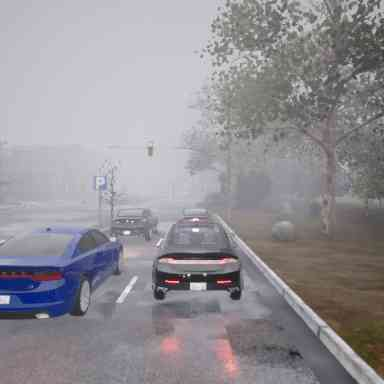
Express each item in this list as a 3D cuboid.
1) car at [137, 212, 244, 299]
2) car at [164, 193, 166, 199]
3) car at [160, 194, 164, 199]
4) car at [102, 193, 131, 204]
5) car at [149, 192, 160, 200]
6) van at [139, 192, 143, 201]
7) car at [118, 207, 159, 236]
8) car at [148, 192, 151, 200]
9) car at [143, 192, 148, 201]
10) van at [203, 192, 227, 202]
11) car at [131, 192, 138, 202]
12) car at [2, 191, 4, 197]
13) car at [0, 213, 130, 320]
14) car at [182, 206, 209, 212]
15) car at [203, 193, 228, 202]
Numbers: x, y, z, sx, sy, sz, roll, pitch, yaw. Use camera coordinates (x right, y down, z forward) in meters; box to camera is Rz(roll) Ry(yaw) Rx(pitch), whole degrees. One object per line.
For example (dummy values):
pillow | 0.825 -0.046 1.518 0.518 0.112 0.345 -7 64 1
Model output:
car | 0.117 1.503 8.466 2.128 1.511 4.902 0 0 0
car | -10.522 1.322 91.675 5.008 1.535 2.097 -1 0 -12
car | -10.946 1.070 88.696 5.566 2.045 2.435 -1 0 -12
car | -14.405 1.362 61.758 4.792 1.488 2.163 -1 0 -15
car | -11.398 1.362 85.690 4.674 1.452 2.002 -1 0 -12
van | -13.196 1.097 70.741 4.442 1.987 1.878 -1 0 -14
car | -2.826 1.531 16.964 1.837 1.490 4.892 0 0 1
car | -12.591 1.364 76.707 4.674 1.452 2.002 -1 0 -13
car | -12.966 1.326 73.712 4.892 1.521 2.231 -1 0 -14
van | 4.324 1.046 64.341 4.442 1.987 1.878 1 0 -14
car | -13.758 1.319 64.750 5.366 1.575 1.946 -1 0 -15
car | -31.131 0.140 52.637 2.002 1.452 4.674 6 -3 -19
car | -2.887 1.488 7.533 1.882 1.535 5.008 0 0 0
car | 0.184 1.532 17.878 1.837 1.490 4.892 0 0 0
car | 4.710 1.145 67.310 4.553 1.767 2.185 1 0 -14
